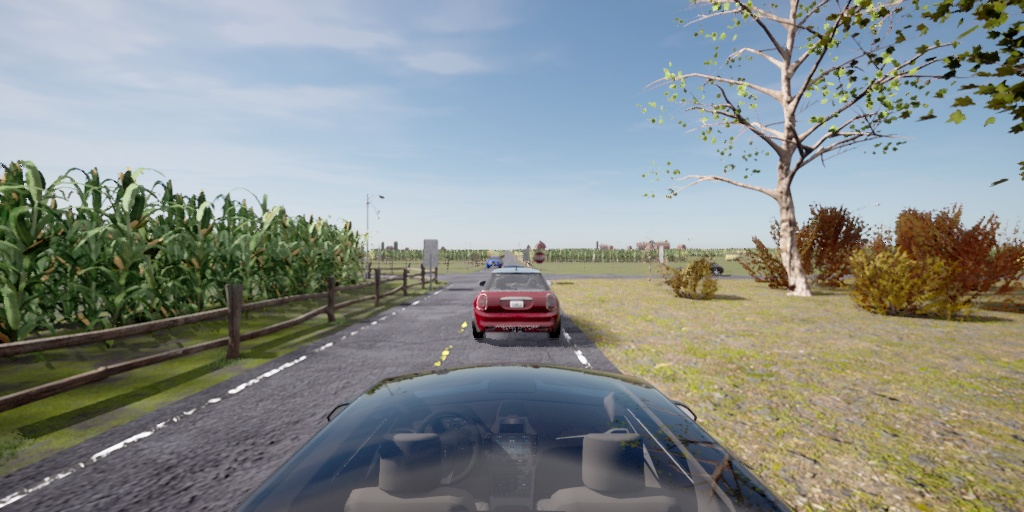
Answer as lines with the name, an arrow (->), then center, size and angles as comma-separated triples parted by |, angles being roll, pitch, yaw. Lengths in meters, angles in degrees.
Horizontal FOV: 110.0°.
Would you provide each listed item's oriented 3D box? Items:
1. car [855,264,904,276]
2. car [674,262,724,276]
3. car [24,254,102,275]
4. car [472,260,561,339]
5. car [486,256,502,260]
car -> 38.925, 1.428, 37.681 | 4.674, 1.442, 1.812 | 0, 0, 0
car -> 19.516, 1.352, 37.653 | 4.892, 1.490, 1.837 | 0, 0, 0
car -> -46.764, 0.860, 37.440 | 5.566, 2.045, 2.150 | 0, 0, 0
car -> 0.103, 1.118, 10.249 | 2.097, 1.767, 4.553 | 0, 0, 0
car -> -2.842, 1.005, 56.879 | 2.150, 2.045, 5.566 | 0, 0, 0
